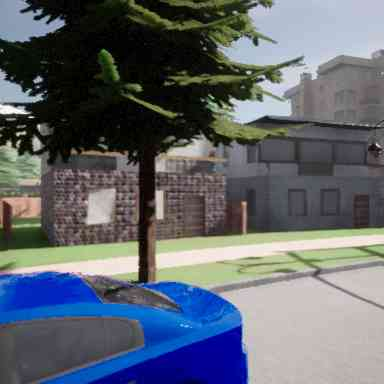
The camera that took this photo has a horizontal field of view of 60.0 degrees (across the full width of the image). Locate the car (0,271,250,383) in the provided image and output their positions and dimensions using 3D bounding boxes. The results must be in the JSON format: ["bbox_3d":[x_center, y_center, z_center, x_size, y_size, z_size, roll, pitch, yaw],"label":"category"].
[{"bbox_3d":[-1.813,1.469,2.453,5.008,1.535,1.882,0,0,-34],"label":"car"}]
